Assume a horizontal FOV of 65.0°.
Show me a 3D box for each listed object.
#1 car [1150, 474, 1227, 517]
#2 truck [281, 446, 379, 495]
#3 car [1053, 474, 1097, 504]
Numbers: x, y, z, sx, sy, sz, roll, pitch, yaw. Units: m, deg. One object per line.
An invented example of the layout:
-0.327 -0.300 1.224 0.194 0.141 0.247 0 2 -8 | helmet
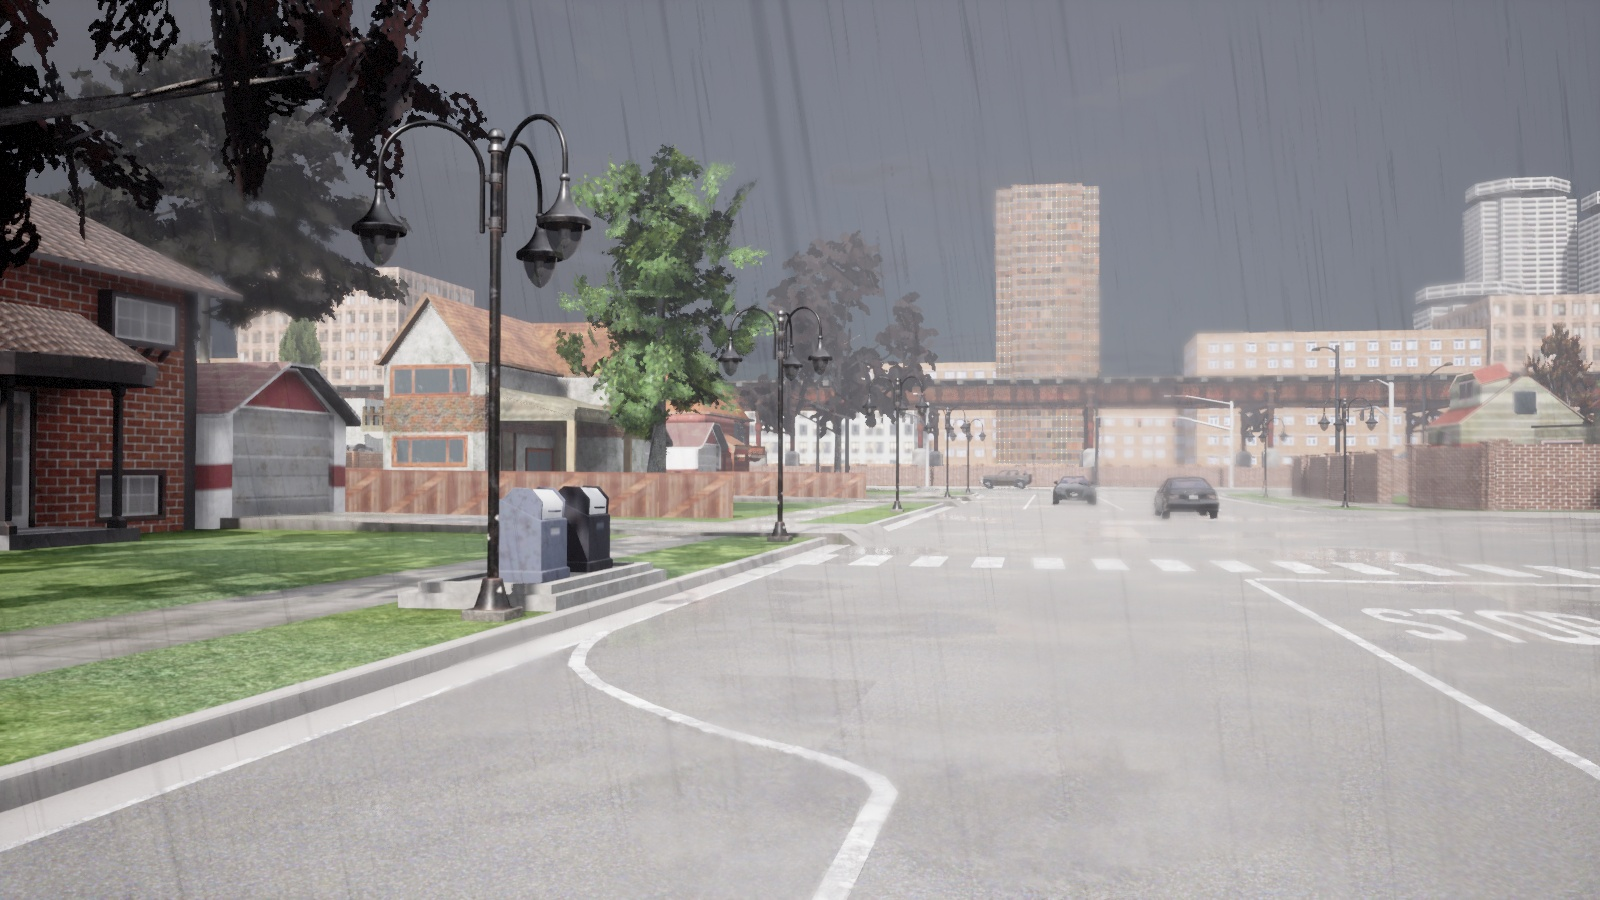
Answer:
13.377 1.534 43.522 2.033 1.411 5.357 -1 -1 11 | car
-34.151 1.504 91.617 2.891 3.462 7.936 0 -1 12 | truck
13.257 1.842 60.683 1.994 1.385 4.181 0 -1 11 | car
